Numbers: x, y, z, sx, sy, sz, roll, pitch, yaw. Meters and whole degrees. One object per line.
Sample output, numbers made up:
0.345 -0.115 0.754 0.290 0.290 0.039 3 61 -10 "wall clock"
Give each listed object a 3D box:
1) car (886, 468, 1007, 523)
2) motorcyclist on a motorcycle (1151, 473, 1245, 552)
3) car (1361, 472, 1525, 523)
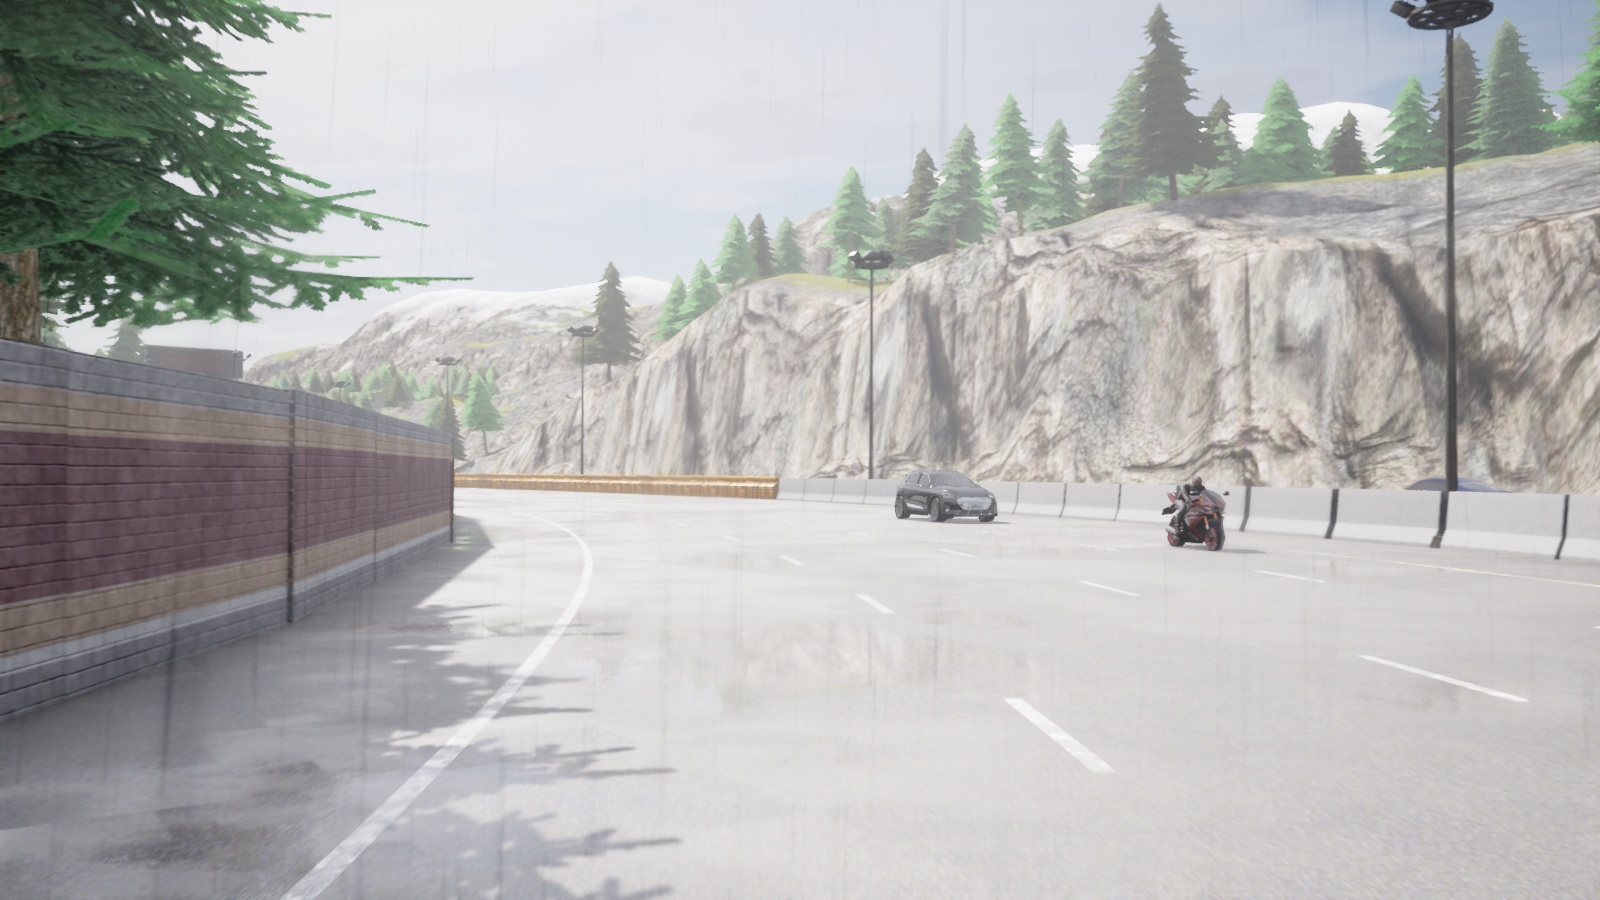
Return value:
4.571 1.396 40.052 2.033 1.649 4.856 0 -1 -17 "car"
8.079 1.245 25.625 0.866 1.530 2.191 0 -1 -11 "motorcyclist on a motorcycle"
19.561 1.403 38.473 1.812 1.442 4.674 0 -1 -14 "car"
